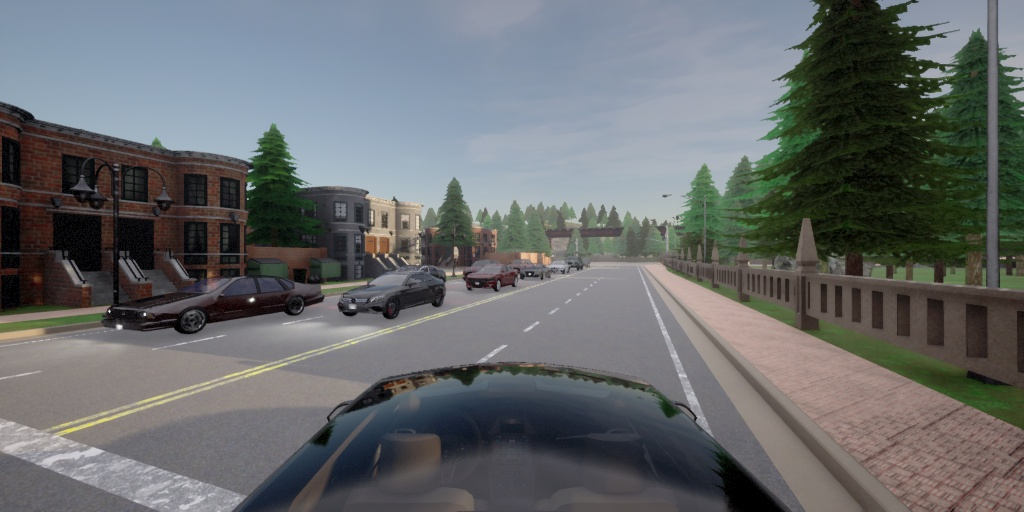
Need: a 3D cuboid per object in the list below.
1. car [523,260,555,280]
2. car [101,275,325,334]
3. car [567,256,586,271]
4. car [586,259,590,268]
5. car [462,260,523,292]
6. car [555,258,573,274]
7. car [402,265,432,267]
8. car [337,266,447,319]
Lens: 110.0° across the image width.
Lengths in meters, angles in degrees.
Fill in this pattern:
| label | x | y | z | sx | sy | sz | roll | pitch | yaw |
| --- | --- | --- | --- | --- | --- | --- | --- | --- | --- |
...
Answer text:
| label | x | y | z | sx | sy | sz | roll | pitch | yaw |
| --- | --- | --- | --- | --- | --- | --- | --- | --- | --- |
| car | 2.128 | 1.314 | 31.407 | 1.994 | 1.385 | 4.181 | 0 | 0 | 20 |
| car | -8.482 | 1.297 | 11.038 | 2.033 | 1.411 | 5.357 | 0 | 0 | 19 |
| car | 8.711 | 0.972 | 50.837 | 2.150 | 2.045 | 5.566 | 0 | 0 | 19 |
| car | 12.178 | 1.255 | 61.010 | 1.837 | 1.490 | 4.892 | 0 | 0 | 19 |
| car | -1.095 | 1.228 | 21.923 | 1.882 | 1.535 | 5.008 | 0 | 0 | 19 |
| car | 5.357 | 1.276 | 40.960 | 1.812 | 1.442 | 4.674 | 0 | 0 | 19 |
| car | -5.442 | 1.242 | 20.016 | 2.128 | 1.511 | 4.902 | 0 | 0 | 18 |
| car | -4.090 | 1.276 | 13.088 | 1.812 | 1.442 | 4.674 | 0 | 0 | 19 |
